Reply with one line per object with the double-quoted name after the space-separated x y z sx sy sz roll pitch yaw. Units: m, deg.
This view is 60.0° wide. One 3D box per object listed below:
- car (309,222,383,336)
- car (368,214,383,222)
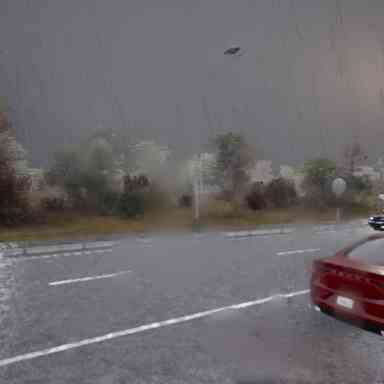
4.373 1.445 6.062 5.008 1.535 1.882 0 0 -30 "car"
11.726 1.459 17.794 4.718 1.301 1.895 0 1 -25 "car"
